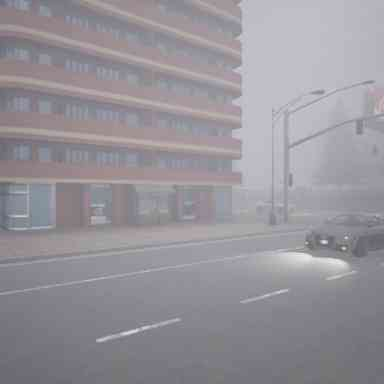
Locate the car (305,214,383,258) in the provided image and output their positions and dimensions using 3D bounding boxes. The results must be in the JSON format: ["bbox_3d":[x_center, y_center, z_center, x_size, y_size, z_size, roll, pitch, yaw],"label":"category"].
[{"bbox_3d":[6.253,1.564,12.845,4.181,1.385,1.994,0,0,-36],"label":"car"}]

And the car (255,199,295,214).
[{"bbox_3d":[8.903,1.526,36.193,1.812,1.442,4.674,0,0,-36],"label":"car"}]
